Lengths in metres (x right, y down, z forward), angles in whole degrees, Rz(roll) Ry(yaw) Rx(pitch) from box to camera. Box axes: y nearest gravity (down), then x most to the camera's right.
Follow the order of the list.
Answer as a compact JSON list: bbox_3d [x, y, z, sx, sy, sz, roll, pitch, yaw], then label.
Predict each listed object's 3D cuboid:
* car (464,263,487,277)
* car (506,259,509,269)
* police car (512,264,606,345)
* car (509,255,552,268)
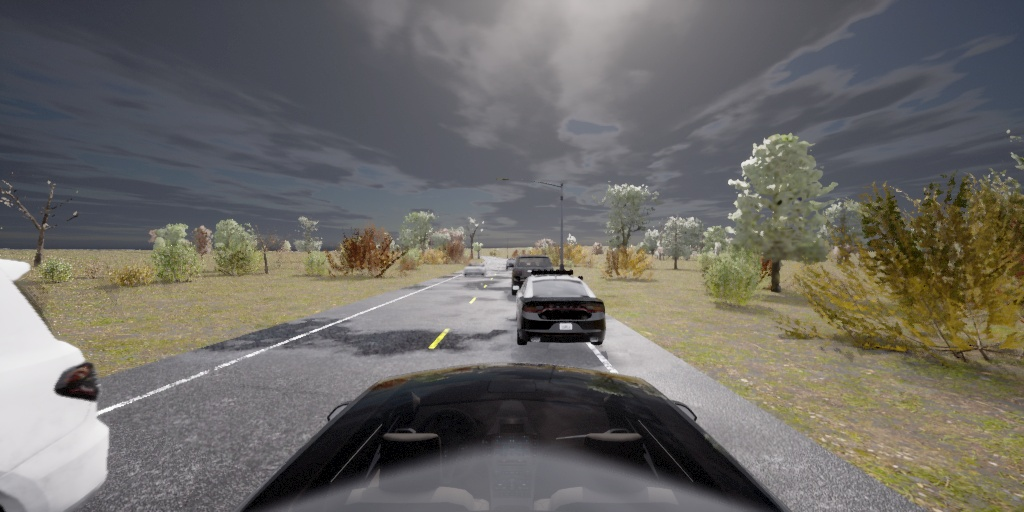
[{"bbox_3d":[-3.489,1.307,34.614,1.895,1.301,4.718,0,0,0],"label":"car"},{"bbox_3d":[0.074,1.210,52.232,2.033,1.411,5.357,0,0,1],"label":"car"},{"bbox_3d":[1.053,1.170,9.592,1.930,1.638,5.238,0,0,0],"label":"police car"},{"bbox_3d":[1.057,0.958,19.512,2.150,2.045,5.566,0,0,0],"label":"car"}]
